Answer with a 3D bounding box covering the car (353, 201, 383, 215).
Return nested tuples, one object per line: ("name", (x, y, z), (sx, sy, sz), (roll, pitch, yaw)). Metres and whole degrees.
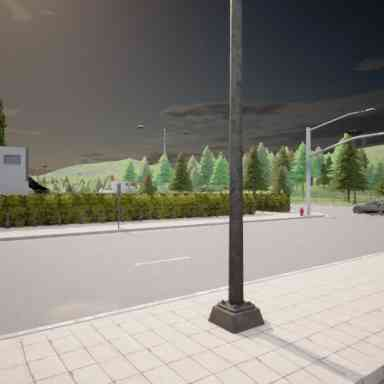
("car", (17.927, 1.563, 32.267), (1.994, 1.385, 4.181), (0, 0, -37))
